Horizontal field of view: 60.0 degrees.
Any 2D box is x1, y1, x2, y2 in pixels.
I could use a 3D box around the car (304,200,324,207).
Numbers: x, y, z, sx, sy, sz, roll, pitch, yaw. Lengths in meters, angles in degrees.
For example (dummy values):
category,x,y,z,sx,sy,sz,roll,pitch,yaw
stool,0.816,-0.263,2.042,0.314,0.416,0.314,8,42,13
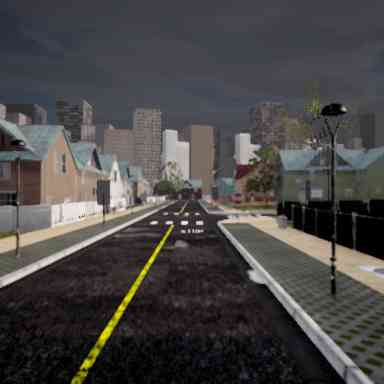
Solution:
category,x,y,z,sx,sy,sz,roll,pitch,yaw
car,11.502,1.446,30.270,5.357,1.411,2.033,-2,-1,1
